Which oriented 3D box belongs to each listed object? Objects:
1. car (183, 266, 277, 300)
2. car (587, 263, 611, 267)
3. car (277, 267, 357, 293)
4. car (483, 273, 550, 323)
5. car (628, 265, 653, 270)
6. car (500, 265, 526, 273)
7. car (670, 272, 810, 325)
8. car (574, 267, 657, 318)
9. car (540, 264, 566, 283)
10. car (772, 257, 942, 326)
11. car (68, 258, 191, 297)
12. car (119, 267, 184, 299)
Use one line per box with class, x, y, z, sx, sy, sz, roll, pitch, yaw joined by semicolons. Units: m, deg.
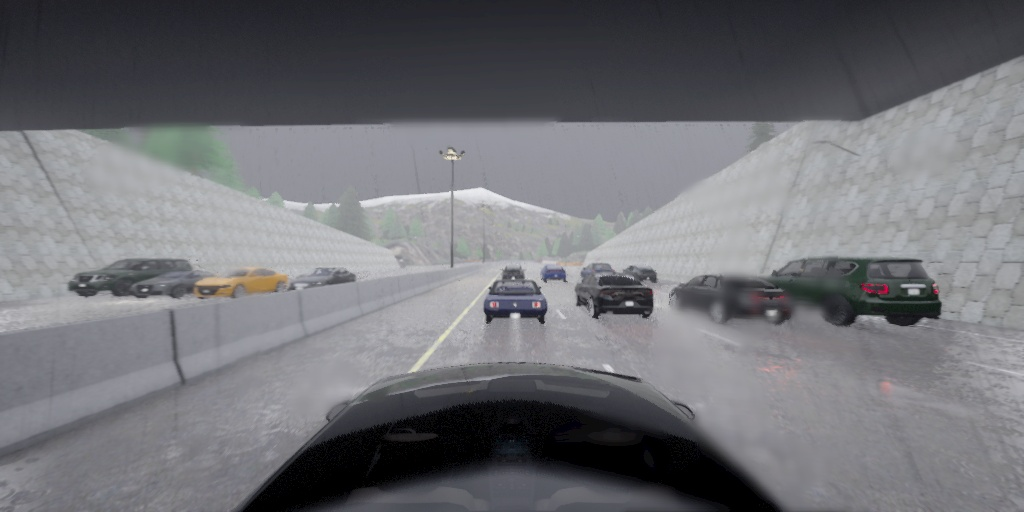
car;-14.100;1.376;19.033;1.882;1.535;5.008;0;0;0
car;7.099;1.346;29.948;2.097;1.767;4.553;0;0;0
car;-10.600;1.402;20.420;2.128;1.511;4.902;0;0;0
car;0.098;1.444;12.505;1.895;1.301;4.718;0;0;0
car;10.600;1.502;30.294;1.837;1.490;4.892;0;0;0
car;0.099;1.501;30.283;1.837;1.490;4.892;0;0;0
car;7.099;1.346;12.169;1.837;1.490;4.892;0;0;0
car;3.599;1.329;13.452;1.882;1.535;5.008;0;0;0
car;3.599;1.487;31.794;1.882;1.535;5.008;0;0;0
car;10.598;1.062;12.136;2.150;2.045;5.566;0;-1;0
car;-21.100;1.133;20.383;2.150;2.045;5.566;0;-1;0
car;-17.600;1.463;19.167;1.994;1.385;4.181;0;0;0
